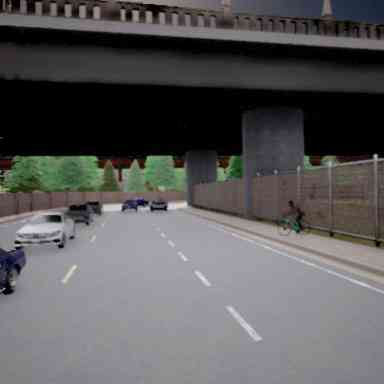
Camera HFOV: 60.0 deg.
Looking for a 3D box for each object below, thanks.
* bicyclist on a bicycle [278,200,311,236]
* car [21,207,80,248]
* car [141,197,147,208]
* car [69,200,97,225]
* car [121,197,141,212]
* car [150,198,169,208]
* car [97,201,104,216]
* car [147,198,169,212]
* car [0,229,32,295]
[{"bbox_3d":[4.679,1.200,15.218,1.656,1.620,0.582,-1,0,-11],"label":"bicyclist on a bicycle"},{"bbox_3d":[-6.514,1.642,15.207,1.812,1.442,4.674,-1,0,-11],"label":"car"},{"bbox_3d":[-7.879,1.578,51.525,1.882,1.535,5.008,-1,0,5],"label":"car"},{"bbox_3d":[-8.449,1.647,24.885,1.837,1.490,4.892,-1,0,-11],"label":"car"},{"bbox_3d":[-7.678,1.635,41.288,1.812,1.442,4.674,-1,0,-7],"label":"car"},{"bbox_3d":[-4.766,1.607,49.542,1.994,1.385,4.181,-1,0,6],"label":"car"},{"bbox_3d":[-10.406,1.673,35.042,1.837,1.490,4.892,-1,0,-10],"label":"car"},{"bbox_3d":[-4.018,1.603,39.834,1.994,1.385,4.181,-1,0,-8],"label":"car"},{"bbox_3d":[-4.685,1.692,6.115,1.895,1.301,4.718,-1,0,-11],"label":"car"}]
